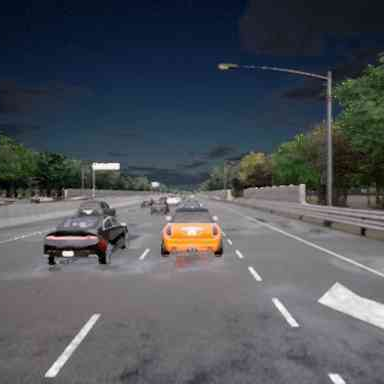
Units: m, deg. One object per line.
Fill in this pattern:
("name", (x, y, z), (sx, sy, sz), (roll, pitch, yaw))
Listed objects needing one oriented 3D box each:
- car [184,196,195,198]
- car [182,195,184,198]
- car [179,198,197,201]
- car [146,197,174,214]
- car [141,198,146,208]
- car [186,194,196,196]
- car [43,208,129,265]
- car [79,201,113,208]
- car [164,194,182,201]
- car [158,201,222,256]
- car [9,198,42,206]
("car", (-0.004, 1.772, 56.800), (2.033, 1.411, 5.357), (0, 0, 0))
("car", (-3.504, 1.867, 83.219), (1.812, 1.442, 4.674), (0, 0, 0))
("car", (-0.003, 1.680, 34.711), (2.033, 1.411, 5.357), (0, 0, 0))
("car", (-3.503, 1.635, 37.301), (2.128, 1.511, 4.902), (0, 0, 0))
("car", (-7.003, 1.738, 53.454), (1.812, 1.442, 4.674), (0, 0, 0))
("car", (-0.004, 1.864, 82.352), (2.128, 1.511, 4.902), (0, 0, 0))
("car", (-3.499, 1.536, 11.815), (2.128, 1.511, 4.902), (0, 0, 0))
("car", (-7.000, 1.445, 24.521), (2.097, 1.767, 4.553), (0, 0, 0))
("car", (-3.504, 1.470, 61.991), (2.150, 2.045, 5.566), (0, 0, 0))
("car", (0.001, 1.401, 13.428), (2.097, 1.767, 4.553), (0, 0, 0))
("car", (-17.568, 1.489, 35.151), (2.097, 1.767, 4.553), (0, 0, 0))
